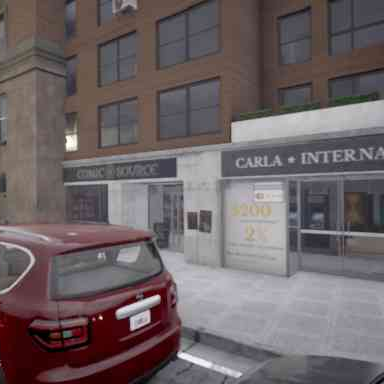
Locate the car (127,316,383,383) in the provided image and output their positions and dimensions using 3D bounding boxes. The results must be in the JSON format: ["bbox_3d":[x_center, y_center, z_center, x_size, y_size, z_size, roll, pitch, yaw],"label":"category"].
[{"bbox_3d":[2.023,1.549,1.415,4.403,1.369,2.008,0,-1,35],"label":"car"}]

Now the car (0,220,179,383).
[{"bbox_3d":[-2.443,1.323,4.595,5.009,1.841,2.192,0,-1,35],"label":"car"}]
